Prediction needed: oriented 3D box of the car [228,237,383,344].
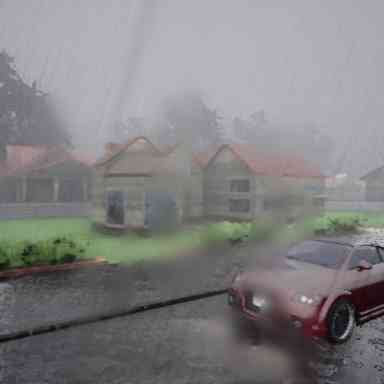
[{"bbox_3d":[2.725,1.628,6.544,4.181,1.385,1.994,1,0,-35],"label":"car"}]
